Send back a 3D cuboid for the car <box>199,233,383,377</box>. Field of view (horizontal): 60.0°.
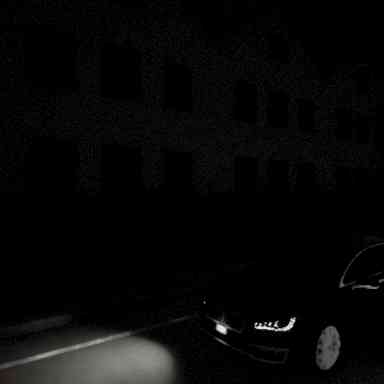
[{"bbox_3d":[2.358,1.517,5.661,4.892,1.490,1.837,0,0,-35],"label":"car"}]
